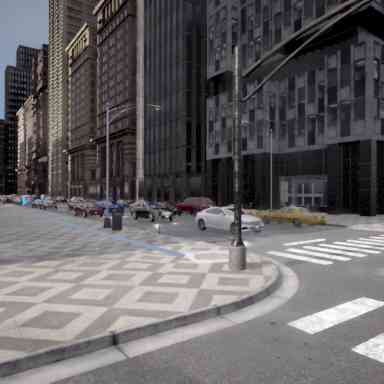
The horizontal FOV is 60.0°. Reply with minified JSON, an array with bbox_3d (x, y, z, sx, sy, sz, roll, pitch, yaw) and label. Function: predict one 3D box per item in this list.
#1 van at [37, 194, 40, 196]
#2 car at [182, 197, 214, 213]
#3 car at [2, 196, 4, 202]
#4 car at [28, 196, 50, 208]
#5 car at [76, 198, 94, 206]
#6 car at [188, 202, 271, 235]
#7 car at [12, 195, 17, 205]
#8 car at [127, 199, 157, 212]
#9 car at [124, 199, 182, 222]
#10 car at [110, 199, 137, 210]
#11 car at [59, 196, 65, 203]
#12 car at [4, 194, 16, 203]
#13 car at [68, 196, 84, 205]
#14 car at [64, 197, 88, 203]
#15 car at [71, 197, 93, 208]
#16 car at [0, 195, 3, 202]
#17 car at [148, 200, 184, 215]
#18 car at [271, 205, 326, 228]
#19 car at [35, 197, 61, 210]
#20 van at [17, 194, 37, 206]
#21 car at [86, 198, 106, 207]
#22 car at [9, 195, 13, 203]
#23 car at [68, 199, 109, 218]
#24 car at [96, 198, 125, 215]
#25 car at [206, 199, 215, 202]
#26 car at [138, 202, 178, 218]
[{"bbox_3d":[-38.493,1.619,86.727,1.690,1.788,3.998,0,0,-35],"label":"van"},{"bbox_3d":[0.321,1.397,31.844,2.192,1.841,5.009,0,0,-35],"label":"car"},{"bbox_3d":[-42.211,1.811,77.219,1.802,1.307,4.206,0,0,-35],"label":"car"},{"bbox_3d":[-22.802,1.711,49.776,1.802,1.307,4.206,0,0,-35],"label":"car"},{"bbox_3d":[-19.086,1.757,59.285,1.802,1.307,4.206,0,0,-35],"label":"car"},{"bbox_3d":[2.024,1.556,19.251,1.812,1.442,4.674,0,0,-37],"label":"car"},{"bbox_3d":[-32.408,1.703,63.359,1.752,1.417,4.829,0,0,-35],"label":"car"},{"bbox_3d":[-6.246,1.638,41.130,1.752,1.417,4.829,0,0,-35],"label":"car"},{"bbox_3d":[-3.262,1.547,26.764,2.128,1.511,4.902,0,0,-35],"label":"car"},{"bbox_3d":[-9.382,1.678,45.565,2.008,1.369,4.403,0,0,-35],"label":"car"},{"bbox_3d":[-28.789,1.666,73.006,1.967,1.590,4.097,0,0,-35],"label":"car"},{"bbox_3d":[-38.976,1.527,72.646,2.192,1.841,5.009,0,0,-35],"label":"car"},{"bbox_3d":[-22.320,1.632,63.859,1.967,1.590,4.097,0,0,-35],"label":"car"},{"bbox_3d":[-14.392,1.672,42.562,1.994,1.385,4.181,0,0,-37],"label":"car"},{"bbox_3d":[-17.241,1.623,52.044,1.882,1.535,5.008,0,0,-35],"label":"car"},{"bbox_3d":[-45.445,1.687,81.793,1.967,1.590,4.097,0,0,-35],"label":"car"},{"bbox_3d":[-2.913,1.642,36.417,1.887,1.381,4.507,0,0,-35],"label":"car"},{"bbox_3d":[6.692,1.578,22.836,1.752,1.417,4.829,0,0,-35],"label":"car"},{"bbox_3d":[-19.568,1.695,45.202,1.802,1.307,4.206,0,0,-35],"label":"car"},{"bbox_3d":[-29.272,1.503,58.924,1.690,1.788,3.998,0,0,-35],"label":"van"},{"bbox_3d":[-15.851,1.725,54.712,1.947,1.339,4.313,0,0,-35],"label":"car"},{"bbox_3d":[-35.741,1.777,68.071,1.802,1.307,4.206,0,0,-35],"label":"car"},{"bbox_3d":[-9.864,1.611,31.481,1.887,1.381,4.507,0,0,-35],"label":"car"},{"bbox_3d":[-8.705,1.558,34.473,1.882,1.535,5.008,0,0,-35],"label":"car"},{"bbox_3d":[3.458,1.593,27.409,1.752,1.417,4.829,0,0,-35],"label":"car"},{"bbox_3d":[-3.415,1.680,32.510,1.895,1.301,4.718,0,0,-35],"label":"car"}]
